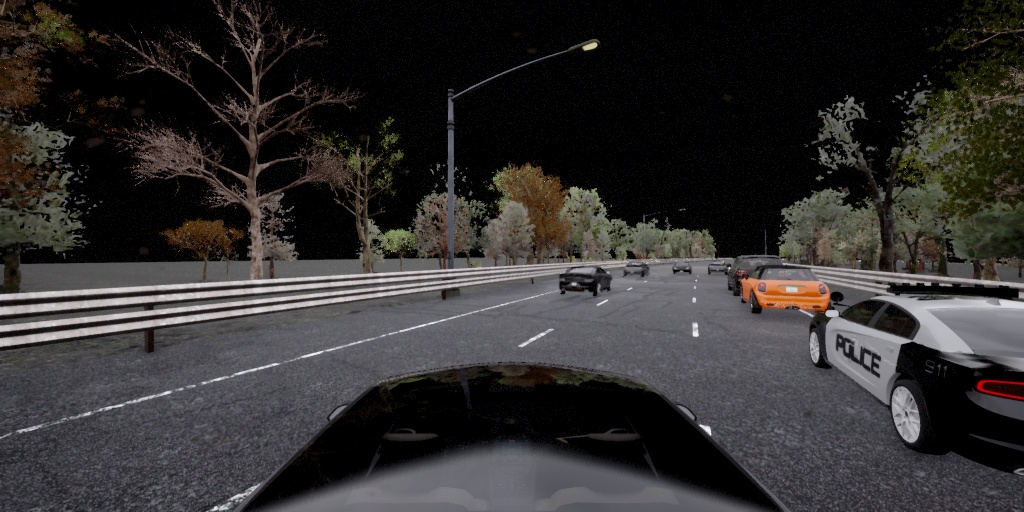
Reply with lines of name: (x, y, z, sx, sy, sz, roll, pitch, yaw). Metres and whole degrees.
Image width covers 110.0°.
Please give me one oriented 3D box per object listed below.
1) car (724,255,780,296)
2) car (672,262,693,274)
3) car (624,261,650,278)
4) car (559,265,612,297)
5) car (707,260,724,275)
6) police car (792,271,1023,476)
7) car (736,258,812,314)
car: (12.686, 0.978, 18.753, 2.150, 2.045, 5.566, 0, 0, 27)
car: (19.425, 1.370, 40.781, 1.895, 1.301, 4.718, 0, 0, 29)
car: (12.082, 1.253, 34.604, 2.128, 1.511, 4.902, 0, 0, 29)
car: (4.100, 1.230, 19.389, 1.882, 1.535, 5.008, 0, -1, 27)
car: (22.535, 1.262, 39.295, 2.128, 1.511, 4.902, 0, 0, 30)
police car: (5.618, 1.175, 4.712, 1.930, 1.638, 5.238, 0, 0, 26)
car: (9.961, 1.102, 13.425, 2.097, 1.767, 4.553, 0, 0, 27)
